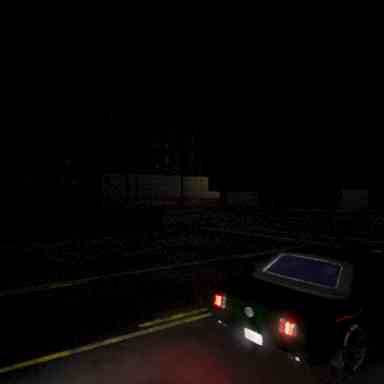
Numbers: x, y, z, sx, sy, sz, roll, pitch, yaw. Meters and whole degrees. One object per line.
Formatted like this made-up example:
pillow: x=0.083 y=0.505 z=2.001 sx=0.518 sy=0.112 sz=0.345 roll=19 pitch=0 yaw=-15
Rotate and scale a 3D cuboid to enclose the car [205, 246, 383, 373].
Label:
car: x=2.608 y=1.621 z=5.683 sx=4.718 sy=1.301 sz=1.895 roll=0 pitch=0 yaw=-36
